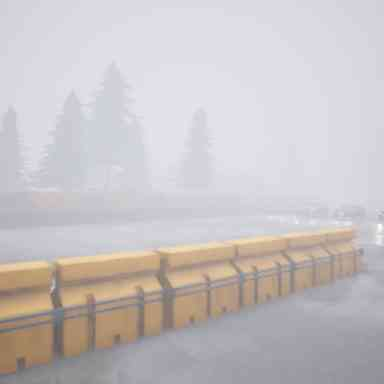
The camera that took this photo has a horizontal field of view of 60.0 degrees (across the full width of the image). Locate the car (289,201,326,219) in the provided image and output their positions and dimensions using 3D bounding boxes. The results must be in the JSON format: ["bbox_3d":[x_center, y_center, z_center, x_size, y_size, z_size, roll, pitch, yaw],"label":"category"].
[{"bbox_3d":[12.090,1.664,33.447,2.097,1.767,4.553,0,-1,43],"label":"car"}]

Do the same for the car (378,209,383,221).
[{"bbox_3d":[18.030,1.912,29.508,1.895,1.301,4.718,0,-1,43],"label":"car"}]

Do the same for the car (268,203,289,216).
[{"bbox_3d":[10.106,1.889,36.441,1.994,1.385,4.181,0,-1,43],"label":"car"}]

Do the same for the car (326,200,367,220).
[{"bbox_3d":[14.918,1.801,31.339,2.128,1.511,4.902,0,-1,43],"label":"car"}]

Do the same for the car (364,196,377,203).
[{"bbox_3d":[36.476,1.610,68.006,2.150,2.045,5.566,0,0,26],"label":"car"}]
